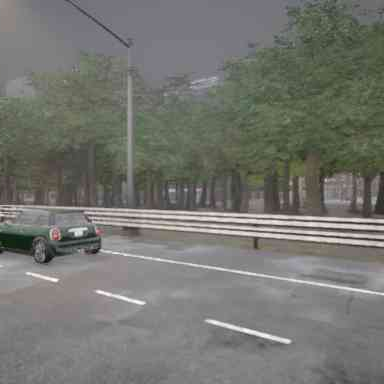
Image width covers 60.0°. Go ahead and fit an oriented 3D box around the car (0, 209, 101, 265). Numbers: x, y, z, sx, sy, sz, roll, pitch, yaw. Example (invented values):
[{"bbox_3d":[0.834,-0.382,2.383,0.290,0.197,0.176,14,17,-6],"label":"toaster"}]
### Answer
[{"bbox_3d":[-5.408,1.378,12.037,4.553,1.767,2.097,0,0,36],"label":"car"}]
